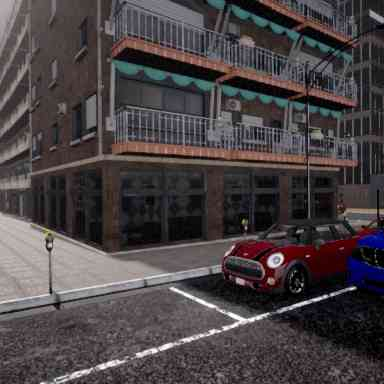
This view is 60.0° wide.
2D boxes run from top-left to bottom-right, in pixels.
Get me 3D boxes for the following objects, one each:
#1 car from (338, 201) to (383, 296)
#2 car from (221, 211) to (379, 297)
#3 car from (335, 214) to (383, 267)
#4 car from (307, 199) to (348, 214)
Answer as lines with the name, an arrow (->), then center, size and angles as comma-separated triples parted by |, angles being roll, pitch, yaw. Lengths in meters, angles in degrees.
car -> 5.856, 1.219, 7.524 | 5.566, 2.045, 2.150 | 0, 0, -35
car -> 2.679, 1.439, 8.474 | 4.097, 1.590, 1.967 | 0, -1, -35
car -> 7.180, 1.543, 11.676 | 4.507, 1.381, 1.887 | 0, -1, -35
car -> 16.460, 1.746, 40.560 | 1.967, 1.590, 4.097 | -2, 0, -36
